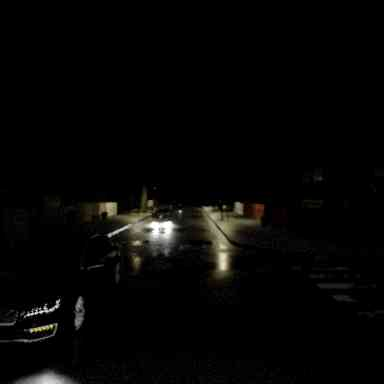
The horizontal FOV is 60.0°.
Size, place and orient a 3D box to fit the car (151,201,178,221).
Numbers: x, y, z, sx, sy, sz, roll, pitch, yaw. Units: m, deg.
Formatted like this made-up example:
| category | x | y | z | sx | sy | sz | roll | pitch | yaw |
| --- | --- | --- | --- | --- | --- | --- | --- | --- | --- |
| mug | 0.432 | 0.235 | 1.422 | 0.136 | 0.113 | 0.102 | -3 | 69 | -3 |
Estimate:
| category | x | y | z | sx | sy | sz | roll | pitch | yaw |
| --- | --- | --- | --- | --- | --- | --- | --- | --- | --- |
| car | -2.758 | 1.929 | 31.917 | 2.128 | 1.511 | 4.902 | 0 | -1 | 0 |

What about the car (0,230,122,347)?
| category | x | y | z | sx | sy | sz | roll | pitch | yaw |
| --- | --- | --- | --- | --- | --- | --- | --- | --- | --- |
| car | -2.746 | 1.628 | 6.912 | 1.837 | 1.490 | 4.892 | 0 | -1 | 0 |

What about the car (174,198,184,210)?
| category | x | y | z | sx | sy | sz | roll | pitch | yaw |
| --- | --- | --- | --- | --- | --- | --- | --- | --- | --- |
| car | -2.767 | 2.242 | 58.073 | 1.837 | 1.490 | 4.892 | 0 | -1 | 0 |
